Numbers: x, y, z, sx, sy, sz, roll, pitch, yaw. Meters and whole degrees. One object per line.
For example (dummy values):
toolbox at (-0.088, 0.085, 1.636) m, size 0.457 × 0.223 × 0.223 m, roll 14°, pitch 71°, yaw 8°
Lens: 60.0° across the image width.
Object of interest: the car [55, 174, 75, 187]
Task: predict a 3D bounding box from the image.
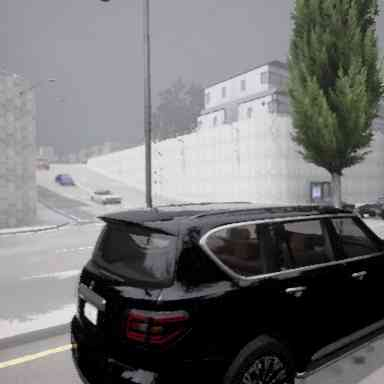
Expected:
car at (-17.673, -1.752, 46.217) m, size 1.812 × 1.442 × 4.674 m, roll -1°, pitch 11°, yaw -35°

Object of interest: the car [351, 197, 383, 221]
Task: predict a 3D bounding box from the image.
car at (13.710, 1.122, 23.614) m, size 5.357 × 1.411 × 2.033 m, roll -1°, pitch 1°, yaw -36°

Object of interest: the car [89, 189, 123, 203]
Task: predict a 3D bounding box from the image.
car at (-8.733, 0.460, 33.674) m, size 1.895 × 1.301 × 4.718 m, roll -2°, pitch 7°, yaw -35°

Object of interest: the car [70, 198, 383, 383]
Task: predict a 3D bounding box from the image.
car at (1.244, 1.159, 4.636) m, size 5.566 × 2.045 × 2.150 m, roll -1°, pitch 1°, yaw -36°

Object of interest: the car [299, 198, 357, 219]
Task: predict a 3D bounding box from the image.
car at (10.533, 1.195, 25.644) m, size 4.718 × 1.301 × 1.895 m, roll -1°, pitch 1°, yaw -36°

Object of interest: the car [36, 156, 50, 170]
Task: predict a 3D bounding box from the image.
car at (-27.040, -5.224, 59.435) m, size 2.150 × 2.045 × 5.566 m, roll -1°, pitch 12°, yaw -35°
